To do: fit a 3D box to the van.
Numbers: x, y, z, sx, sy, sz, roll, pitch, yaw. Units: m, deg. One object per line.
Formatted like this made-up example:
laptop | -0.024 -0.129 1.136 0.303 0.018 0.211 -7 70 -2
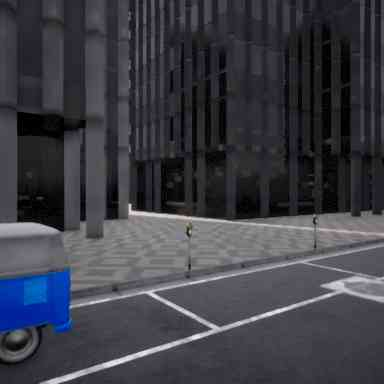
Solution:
van | -3.610 1.340 4.193 3.998 1.788 1.690 0 0 -35
